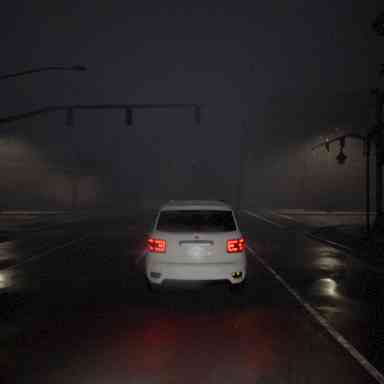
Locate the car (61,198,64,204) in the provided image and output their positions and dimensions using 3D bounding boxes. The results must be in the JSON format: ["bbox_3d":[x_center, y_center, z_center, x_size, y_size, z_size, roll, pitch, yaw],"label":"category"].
[{"bbox_3d":[-24.018,1.456,56.775,3.806,1.475,1.970,0,0,1],"label":"car"}]

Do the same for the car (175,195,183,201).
[{"bbox_3d":[-3.331,1.518,87.928,2.033,1.411,5.357,0,0,0],"label":"car"}]

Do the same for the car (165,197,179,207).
[{"bbox_3d":[-3.120,1.547,52.584,2.033,1.411,5.357,0,0,0],"label":"car"}]

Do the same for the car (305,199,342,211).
[{"bbox_3d":[16.225,1.564,41.091,4.181,1.385,1.994,0,0,0],"label":"car"}]

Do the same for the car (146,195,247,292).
[{"bbox_3d":[0.089,1.221,9.091,2.150,2.045,5.566,0,0,0],"label":"car"}]

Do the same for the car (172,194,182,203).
[{"bbox_3d":[-3.209,1.355,72.931,2.097,1.767,4.553,0,0,0],"label":"car"}]

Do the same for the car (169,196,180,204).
[{"bbox_3d":[-3.183,1.478,62.349,1.882,1.535,5.008,0,0,0],"label":"car"}]

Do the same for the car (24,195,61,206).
[{"bbox_3d":[-23.303,1.295,51.024,4.611,1.667,2.242,0,0,1],"label":"car"}]
